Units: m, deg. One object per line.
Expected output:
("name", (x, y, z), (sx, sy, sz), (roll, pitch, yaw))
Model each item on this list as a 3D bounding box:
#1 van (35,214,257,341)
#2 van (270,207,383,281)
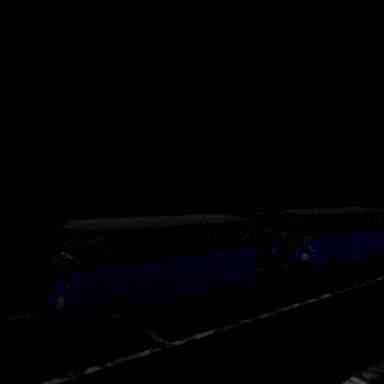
("van", (-0.610, 1.337, 6.219), (3.998, 1.788, 1.690), (0, 0, -35))
("van", (3.983, 1.330, 9.493), (3.998, 1.788, 1.690), (0, 0, -35))
